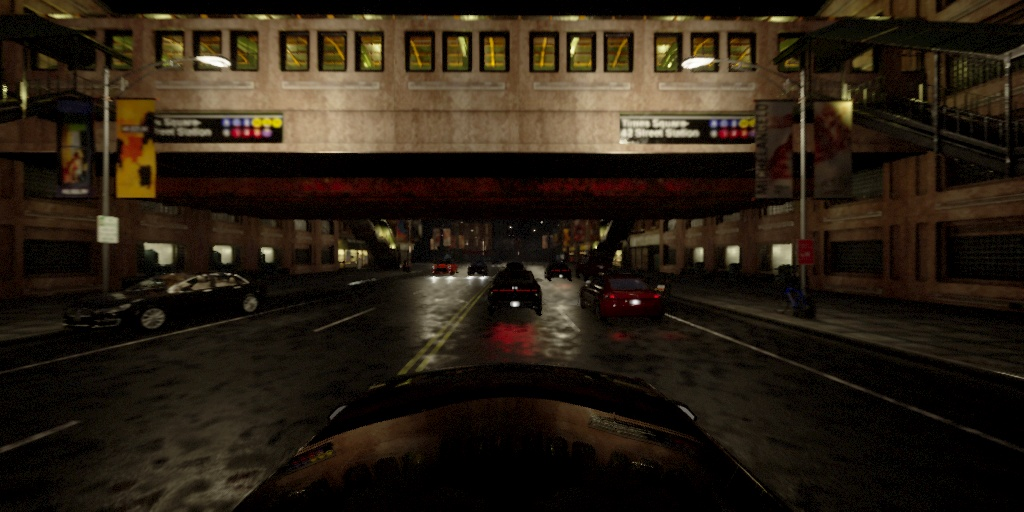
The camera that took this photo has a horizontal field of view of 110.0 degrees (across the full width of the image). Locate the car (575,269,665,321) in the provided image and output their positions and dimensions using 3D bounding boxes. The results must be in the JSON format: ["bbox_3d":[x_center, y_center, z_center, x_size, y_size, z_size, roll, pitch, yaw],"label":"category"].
[{"bbox_3d":[3.601,1.315,12.443,1.994,1.385,4.181,0,0,0],"label":"car"}]

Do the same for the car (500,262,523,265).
[{"bbox_3d":[0.220,1.257,29.720,1.837,1.490,4.892,0,0,0],"label":"car"}]

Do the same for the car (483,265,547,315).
[{"bbox_3d":[0.110,1.256,13.649,1.837,1.490,4.892,0,0,0],"label":"car"}]

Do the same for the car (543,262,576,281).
[{"bbox_3d":[3.718,1.257,29.618,1.837,1.490,4.892,0,0,0],"label":"car"}]

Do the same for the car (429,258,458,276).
[{"bbox_3d":[-6.954,1.105,37.364,2.097,1.767,4.553,0,0,0],"label":"car"}]

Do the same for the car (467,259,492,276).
[{"bbox_3d":[-3.458,1.300,37.028,2.033,1.411,5.357,0,0,0],"label":"car"}]
